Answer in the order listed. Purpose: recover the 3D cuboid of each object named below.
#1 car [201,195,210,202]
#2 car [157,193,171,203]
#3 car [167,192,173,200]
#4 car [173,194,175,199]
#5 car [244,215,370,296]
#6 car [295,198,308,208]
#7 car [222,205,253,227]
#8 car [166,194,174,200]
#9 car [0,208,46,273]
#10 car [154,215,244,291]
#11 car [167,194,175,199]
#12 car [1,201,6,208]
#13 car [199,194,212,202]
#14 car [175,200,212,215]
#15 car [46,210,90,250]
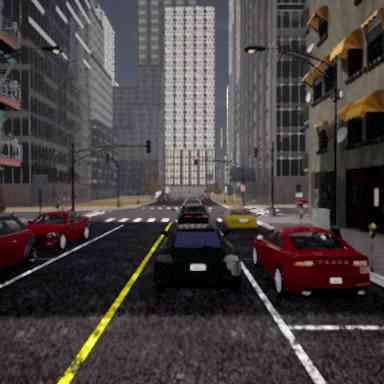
[{"bbox_3d":[2.755,1.262,68.742,1.752,1.417,4.829,-1,0,0],"label":"car"},{"bbox_3d":[-5.632,1.303,63.023,1.887,1.381,4.507,-1,0,0],"label":"car"},{"bbox_3d":[-5.628,1.053,68.582,2.192,1.841,5.009,-1,0,0],"label":"car"},{"bbox_3d":[-5.622,1.032,74.142,2.192,1.841,5.009,-1,0,0],"label":"car"},{"bbox_3d":[2.690,1.511,8.441,1.887,1.381,4.507,-1,0,0],"label":"car"},{"bbox_3d":[14.292,1.108,38.598,4.507,1.381,1.887,-1,2,0],"label":"car"},{"bbox_3d":[2.702,1.448,19.657,1.752,1.417,4.829,-1,0,0],"label":"car"},{"bbox_3d":[-5.609,1.202,85.091,1.752,1.417,4.829,-1,0,0],"label":"car"},{"bbox_3d":[-5.692,1.407,8.463,1.967,1.590,4.097,-1,0,0],"label":"car"},{"bbox_3d":[0.112,1.528,8.917,1.994,1.385,4.181,0,0,0],"label":"car"},{"bbox_3d":[-5.601,1.201,90.820,1.887,1.381,4.507,-1,0,0],"label":"car"},{"bbox_3d":[-23.808,1.602,38.318,4.097,1.590,1.967,-1,2,0],"label":"car"},{"bbox_3d":[2.747,1.198,63.013,1.967,1.590,4.097,-1,0,0],"label":"car"},{"bbox_3d":[0.096,1.429,19.309,1.837,1.490,4.892,0,0,-1],"label":"car"},{"bbox_3d":[-5.685,1.490,13.987,1.887,1.381,4.507,-1,0,0],"label":"car"}]
